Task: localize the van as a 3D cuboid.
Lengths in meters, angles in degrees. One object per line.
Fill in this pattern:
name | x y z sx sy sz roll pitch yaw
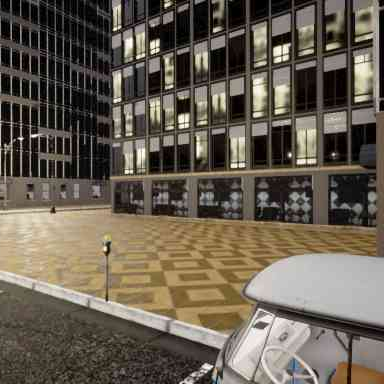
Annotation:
van | 1.918 1.341 1.510 3.998 1.788 1.690 0 0 35
